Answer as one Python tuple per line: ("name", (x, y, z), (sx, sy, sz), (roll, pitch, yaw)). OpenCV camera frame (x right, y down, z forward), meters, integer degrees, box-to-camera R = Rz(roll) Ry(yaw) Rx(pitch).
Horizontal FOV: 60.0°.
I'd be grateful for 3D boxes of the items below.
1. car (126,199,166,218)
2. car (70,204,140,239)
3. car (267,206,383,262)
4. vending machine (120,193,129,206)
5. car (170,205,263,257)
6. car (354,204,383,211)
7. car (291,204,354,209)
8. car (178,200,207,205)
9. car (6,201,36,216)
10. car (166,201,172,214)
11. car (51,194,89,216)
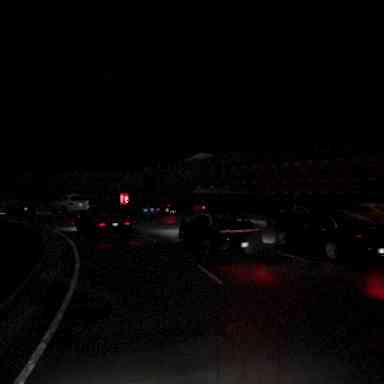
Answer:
("car", (-4.887, 1.546, 29.676), (2.033, 1.411, 5.357), (0, 0, -39))
("car", (-4.775, 1.557, 17.538), (2.033, 1.411, 5.357), (0, 0, -29))
("car", (4.876, 1.468, 12.050), (1.837, 1.490, 4.892), (0, 0, -16))
("vending machine", (-10.933, 1.205, 54.021), (1.100, 2.100, 0.880), (0, 0, -40))
("car", (0.924, 1.475, 12.975), (2.128, 1.511, 4.902), (0, 0, -19))
("car", (9.934, 1.407, 19.292), (1.882, 1.535, 5.008), (0, 0, -22))
("car", (6.252, 1.441, 18.974), (2.128, 1.511, 4.902), (0, 0, -24))
("car", (-0.069, 1.533, 34.836), (1.994, 1.385, 4.181), (0, 0, -39))
("car", (-17.397, 1.626, 33.779), (1.994, 1.385, 4.181), (0, 0, -40))
("car", (-3.947, 1.495, 34.072), (1.837, 1.490, 4.892), (0, 0, -40))
("car", (-12.035, 1.256, 32.851), (2.150, 2.045, 5.566), (0, 0, -40))
